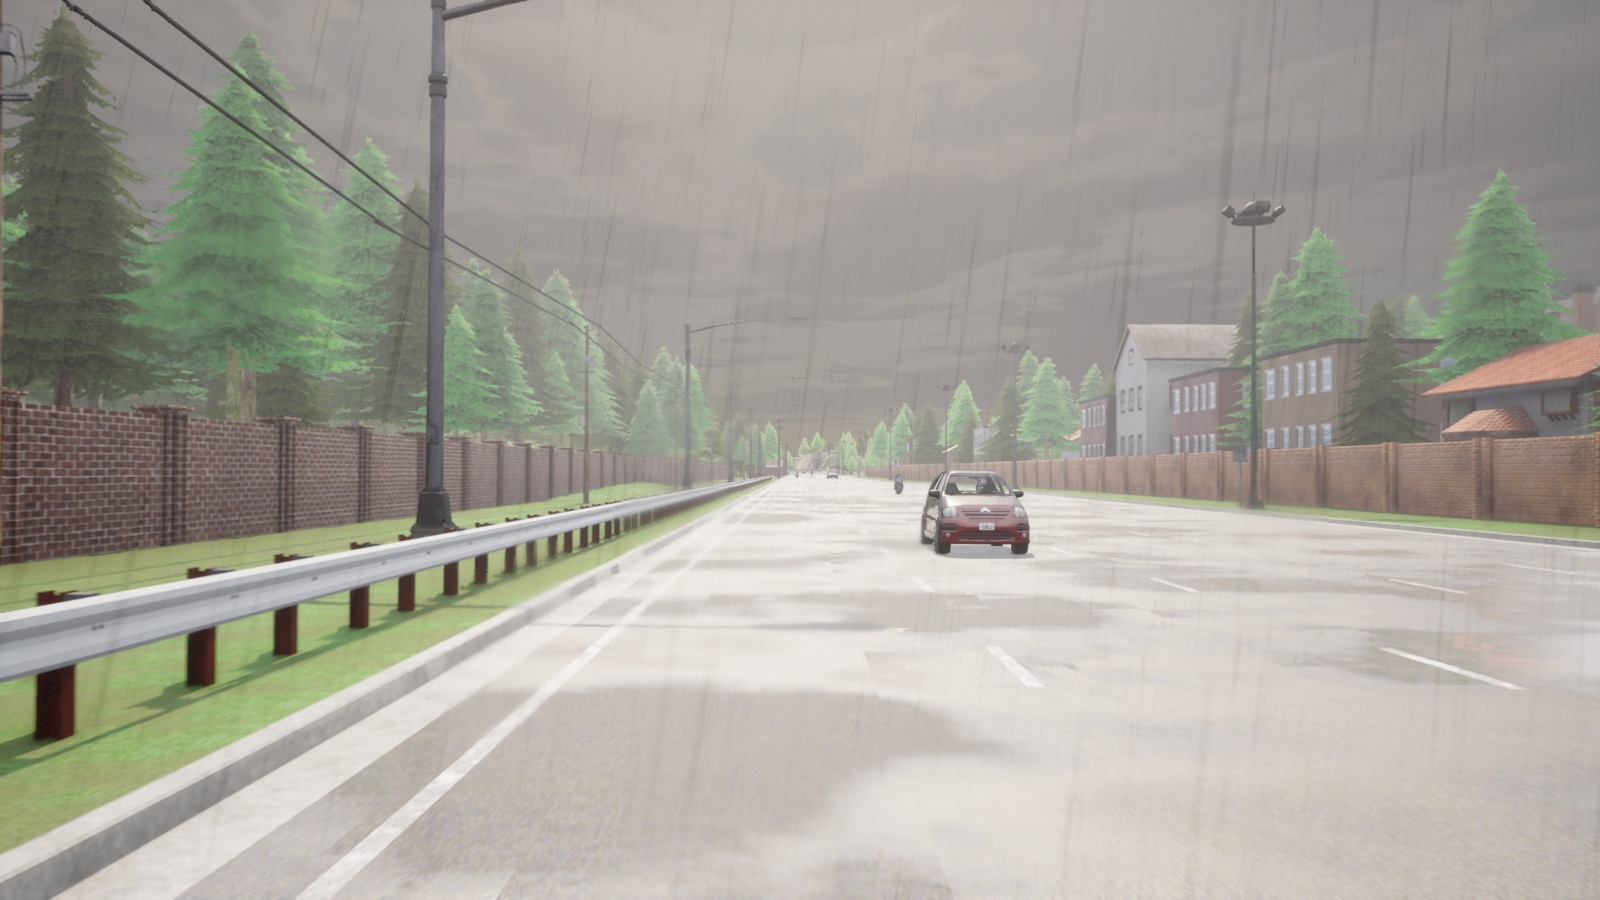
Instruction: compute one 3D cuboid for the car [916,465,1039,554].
[{"bbox_3d":[3.437,1.118,25.001,1.851,1.617,3.988,0,-1,0],"label":"car"}]
